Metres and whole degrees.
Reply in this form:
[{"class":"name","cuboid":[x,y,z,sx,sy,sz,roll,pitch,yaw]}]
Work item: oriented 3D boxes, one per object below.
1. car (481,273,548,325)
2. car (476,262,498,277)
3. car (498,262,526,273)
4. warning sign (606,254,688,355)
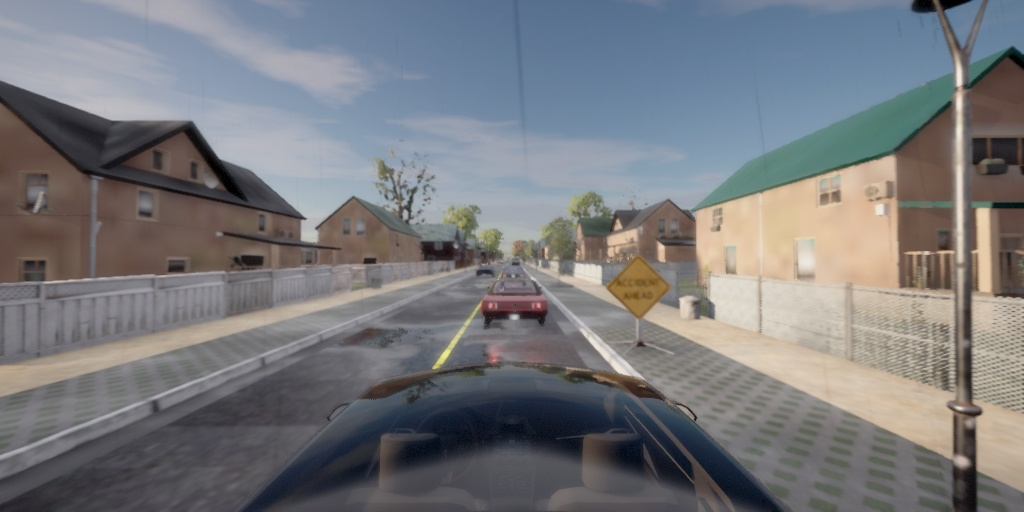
[{"class":"car","cuboid":[0.086,1.414,12.128,1.895,1.301,4.718,0,0,0]},{"class":"car","cuboid":[-2.809,1.564,38.749,1.895,1.301,4.718,0,0,0]},{"class":"car","cuboid":[0.109,1.449,27.543,2.033,1.411,5.357,0,0,0]},{"class":"warning sign","cuboid":[2.522,0.898,7.085,1.300,1.860,1.060,0,0,0]}]
